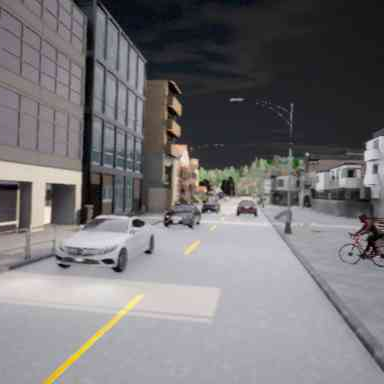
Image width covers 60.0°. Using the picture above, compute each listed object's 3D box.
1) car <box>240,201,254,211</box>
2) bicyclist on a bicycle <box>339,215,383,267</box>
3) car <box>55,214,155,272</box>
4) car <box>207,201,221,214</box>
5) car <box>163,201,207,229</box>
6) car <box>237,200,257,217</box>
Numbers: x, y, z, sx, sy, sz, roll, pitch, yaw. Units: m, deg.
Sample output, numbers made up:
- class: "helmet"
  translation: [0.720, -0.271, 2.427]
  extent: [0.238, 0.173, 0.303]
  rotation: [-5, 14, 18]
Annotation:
- class: "car"
  translation: [7.925, 1.987, 47.680]
  extent: [1.895, 1.301, 4.718]
  rotation: [2, 0, 10]
- class: "bicyclist on a bicycle"
  translation: [5.595, 1.563, 10.638]
  extent: [1.656, 1.620, 0.582]
  rotation: [3, 0, 10]
- class: "car"
  translation: [-2.510, 1.468, 10.816]
  extent: [1.812, 1.442, 4.674]
  rotation: [2, 0, 9]
- class: "car"
  translation: [2.319, 1.722, 38.844]
  extent: [2.033, 1.411, 5.357]
  rotation: [2, 0, 10]
- class: "car"
  translation: [-0.550, 1.529, 22.405]
  extent: [2.128, 1.511, 4.902]
  rotation: [2, 0, 10]
- class: "car"
  translation: [5.969, 1.642, 35.976]
  extent: [2.097, 1.767, 4.553]
  rotation: [2, 0, 10]
